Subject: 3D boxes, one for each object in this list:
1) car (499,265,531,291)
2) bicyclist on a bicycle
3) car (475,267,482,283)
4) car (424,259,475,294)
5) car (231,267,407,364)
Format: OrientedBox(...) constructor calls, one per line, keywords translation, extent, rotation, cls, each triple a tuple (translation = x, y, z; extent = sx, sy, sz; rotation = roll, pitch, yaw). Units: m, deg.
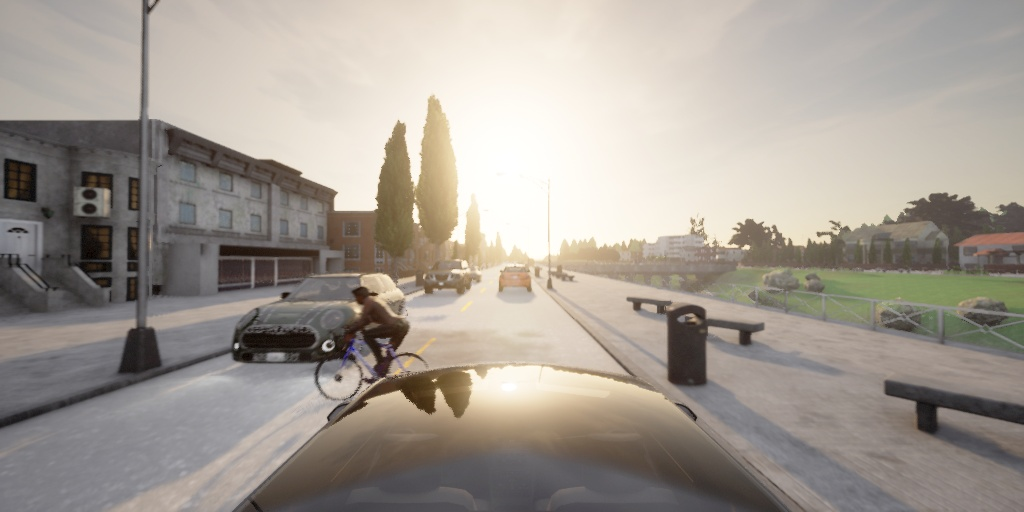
OrientedBox(translation=(0.202, 1.389, 24.809), extent=(2.097, 1.767, 4.553), rotation=(0, -1, 0), cls="car")
OrientedBox(translation=(-1.957, 1.242, 5.042), extent=(1.656, 1.620, 0.582), rotation=(-1, -1, 0), cls="bicyclist on a bicycle")
OrientedBox(translation=(-3.872, 1.700, 32.920), extent=(1.994, 1.385, 4.181), rotation=(0, -1, 1), cls="car")
OrientedBox(translation=(-3.910, 1.232, 22.677), extent=(2.150, 2.045, 5.566), rotation=(0, -1, 0), cls="car")
OrientedBox(translation=(-4.075, 1.184, 8.457), extent=(2.097, 1.767, 4.553), rotation=(0, -1, 0), cls="car")
